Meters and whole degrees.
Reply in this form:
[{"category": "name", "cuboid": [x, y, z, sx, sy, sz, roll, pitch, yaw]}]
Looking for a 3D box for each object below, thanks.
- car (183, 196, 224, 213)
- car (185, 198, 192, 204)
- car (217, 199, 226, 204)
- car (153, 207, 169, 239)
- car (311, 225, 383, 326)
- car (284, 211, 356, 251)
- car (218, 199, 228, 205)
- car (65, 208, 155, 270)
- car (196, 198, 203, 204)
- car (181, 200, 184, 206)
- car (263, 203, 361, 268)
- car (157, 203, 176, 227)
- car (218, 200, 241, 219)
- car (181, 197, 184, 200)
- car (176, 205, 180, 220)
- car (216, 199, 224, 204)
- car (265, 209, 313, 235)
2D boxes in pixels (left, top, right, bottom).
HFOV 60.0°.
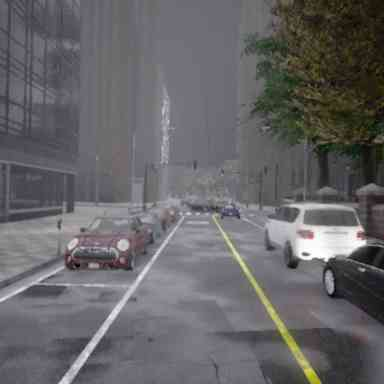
[{"category": "car", "cuboid": [1.413, 1.737, 42.907, 2.097, 1.767, 4.553, 3, -1, -40]}, {"category": "car", "cuboid": [-0.876, 2.285, 86.328, 1.752, 1.417, 4.829, 1, -1, 1]}, {"category": "car", "cuboid": [7.649, 2.472, 86.302, 1.887, 1.381, 4.507, 1, -1, 1]}, {"category": "car", "cuboid": [-2.466, 1.647, 16.427, 2.008, 1.369, 4.403, 1, -1, 1]}, {"category": "car", "cuboid": [3.961, 1.637, 6.002, 1.837, 1.490, 4.892, 1, 0, 1]}, {"category": "car", "cuboid": [6.059, 1.788, 16.404, 1.752, 1.417, 4.829, 1, -1, 1]}, {"category": "car", "cuboid": [7.525, 2.424, 80.866, 2.008, 1.369, 4.403, 1, -1, 1]}, {"category": "car", "cuboid": [-2.588, 1.486, 10.973, 1.967, 1.590, 4.097, 1, -1, 1]}, {"category": "car", "cuboid": [1.993, 2.450, 91.012, 1.895, 1.301, 4.718, 1, -1, 1]}, {"category": "car", "cuboid": [-2.097, 1.771, 32.623, 1.752, 1.417, 4.829, 1, -1, 1]}, {"category": "car", "cuboid": [4.104, 1.411, 12.032, 2.150, 2.045, 5.566, 1, 0, 1]}, {"category": "car", "cuboid": [-2.342, 1.691, 21.883, 1.887, 1.381, 4.507, 1, -1, 1]}, {"category": "car", "cuboid": [3.859, 1.896, 33.485, 1.812, 1.442, 4.674, 1, 0, 6]}, {"category": "car", "cuboid": [-1.239, 1.918, 70.192, 2.192, 1.841, 5.009, 1, -1, 1]}, {"category": "car", "cuboid": [-2.216, 1.637, 27.339, 1.967, 1.590, 4.097, 1, -1, 1]}, {"category": "car", "cuboid": [7.772, 2.525, 91.738, 1.887, 1.381, 4.507, 1, -1, 1]}, {"category": "car", "cuboid": [6.179, 1.877, 21.689, 1.947, 1.339, 4.313, 1, -1, 1]}]
